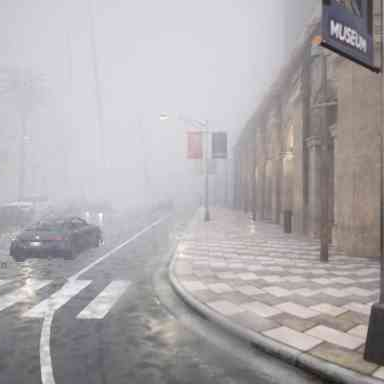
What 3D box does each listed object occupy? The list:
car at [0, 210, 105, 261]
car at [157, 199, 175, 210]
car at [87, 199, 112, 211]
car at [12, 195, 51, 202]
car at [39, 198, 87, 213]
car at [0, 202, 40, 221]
[{"bbox_3d":[-4.792,1.592,12.348,1.994,1.385,4.181,0,0,2],"label":"car"},{"bbox_3d":[-3.573,1.615,45.143,1.812,1.442,4.674,0,0,2],"label":"car"},{"bbox_3d":[-10.896,1.593,39.430,1.812,1.442,4.674,0,0,3],"label":"car"},{"bbox_3d":[-14.789,1.279,30.430,2.150,2.045,5.566,0,0,2],"label":"car"},{"bbox_3d":[-11.316,1.579,29.550,1.812,1.442,4.674,0,0,2],"label":"car"},{"bbox_3d":[-11.653,1.587,20.128,2.033,1.411,5.357,0,0,2],"label":"car"}]
